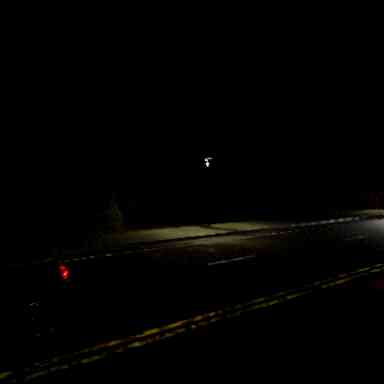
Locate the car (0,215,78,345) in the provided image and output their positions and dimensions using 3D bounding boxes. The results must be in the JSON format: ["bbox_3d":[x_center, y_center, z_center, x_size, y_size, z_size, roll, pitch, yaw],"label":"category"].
[{"bbox_3d":[-4.137,1.362,4.716,4.553,1.767,2.097,-1,1,-35],"label":"car"}]

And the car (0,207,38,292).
[{"bbox_3d":[-6.093,1.363,7.320,4.553,1.767,2.097,-1,1,-36],"label":"car"}]
